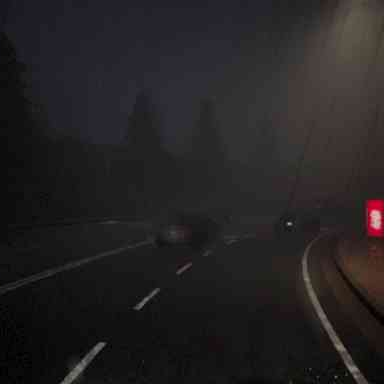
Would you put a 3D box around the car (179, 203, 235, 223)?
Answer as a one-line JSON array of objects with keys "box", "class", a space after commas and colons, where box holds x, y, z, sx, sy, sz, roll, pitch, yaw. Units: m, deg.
[{"box": [1.475, 1.667, 25.540, 1.882, 1.535, 5.008, 0, -1, 36], "class": "car"}]

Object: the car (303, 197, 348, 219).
[{"box": [13.134, 1.544, 32.780, 5.566, 2.045, 2.150, 1, -1, -39], "class": "car"}]

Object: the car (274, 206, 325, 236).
[{"box": [6.422, 1.750, 20.038, 1.994, 1.385, 4.181, 0, -1, 31], "class": "car"}]

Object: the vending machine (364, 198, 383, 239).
[{"box": [9.902, 1.391, 17.886, 1.100, 2.100, 0.880, 0, 0, 32], "class": "vending machine"}]

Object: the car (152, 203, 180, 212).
[{"box": [-1.449, 1.686, 27.383, 1.837, 1.490, 4.892, 0, -1, 36], "class": "car"}]

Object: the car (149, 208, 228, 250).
[{"box": [0.013, 1.670, 15.134, 1.994, 1.385, 4.181, 0, 0, 21], "class": "car"}]
